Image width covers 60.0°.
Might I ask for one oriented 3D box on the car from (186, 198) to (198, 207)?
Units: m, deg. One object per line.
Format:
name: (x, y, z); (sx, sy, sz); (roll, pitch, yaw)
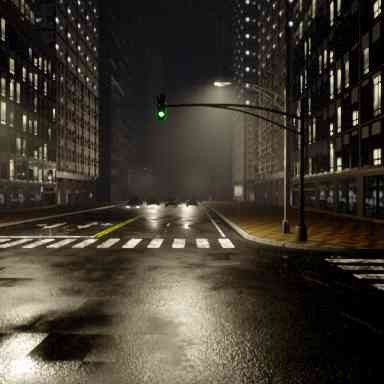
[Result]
car: (0.010, 1.621, 52.674); (2.033, 1.411, 5.357); (0, 0, 0)

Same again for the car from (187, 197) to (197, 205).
car: (0.012, 1.710, 63.122); (1.895, 1.301, 4.718); (0, 0, 0)

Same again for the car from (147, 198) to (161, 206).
car: (-6.489, 1.651, 56.843); (1.994, 1.385, 4.181); (0, 0, 0)

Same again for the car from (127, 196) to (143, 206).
car: (-9.739, 1.439, 56.874); (2.097, 1.767, 4.553); (0, 0, 0)

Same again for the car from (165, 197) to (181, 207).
car: (-3.240, 1.620, 52.258); (2.033, 1.411, 5.357); (0, 0, 0)

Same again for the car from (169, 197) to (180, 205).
car: (-3.238, 1.671, 62.676); (1.994, 1.385, 4.181); (0, 0, 0)
